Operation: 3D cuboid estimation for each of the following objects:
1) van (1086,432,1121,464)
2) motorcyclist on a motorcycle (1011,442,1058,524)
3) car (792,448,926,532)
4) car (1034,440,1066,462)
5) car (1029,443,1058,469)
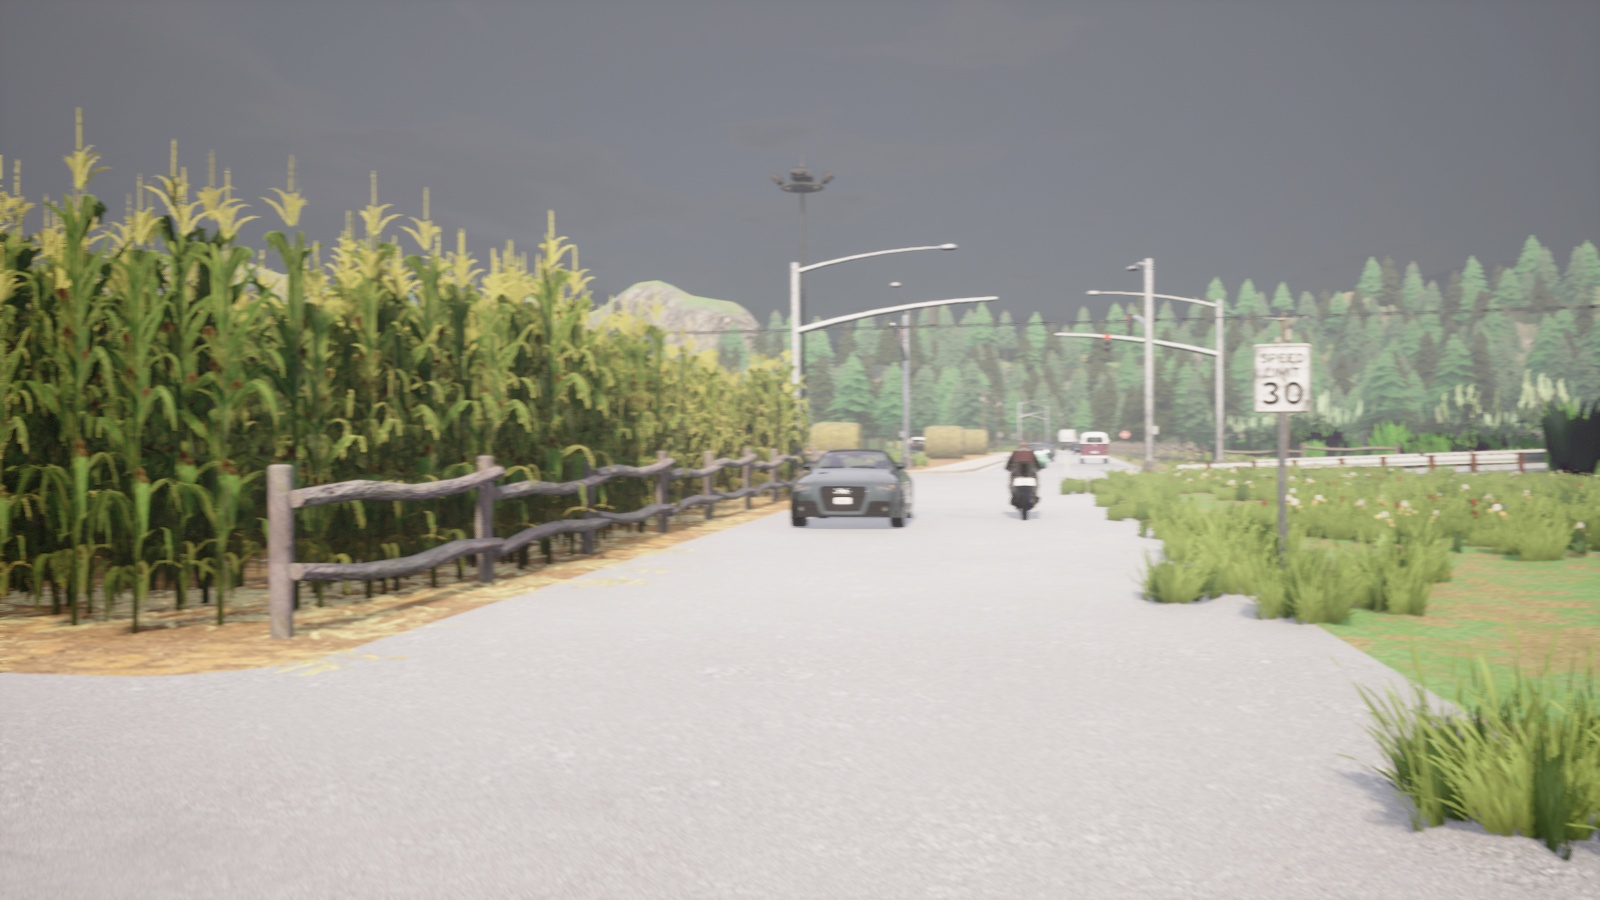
[{"bbox_3d":[19.733,-0.125,81.761,2.069,2.038,4.480,0,0,12],"label":"van"},{"bbox_3d":[4.607,0.617,24.774,0.866,1.530,2.191,0,0,9],"label":"motorcyclist on a motorcycle"},{"bbox_3d":[1.189,0.668,23.124,1.994,1.385,4.181,0,0,9],"label":"car"},{"bbox_3d":[17.751,0.071,89.142,2.128,1.511,4.902,0,0,12],"label":"car"},{"bbox_3d":[13.135,0.314,67.812,1.481,1.376,2.207,0,0,12],"label":"car"}]
